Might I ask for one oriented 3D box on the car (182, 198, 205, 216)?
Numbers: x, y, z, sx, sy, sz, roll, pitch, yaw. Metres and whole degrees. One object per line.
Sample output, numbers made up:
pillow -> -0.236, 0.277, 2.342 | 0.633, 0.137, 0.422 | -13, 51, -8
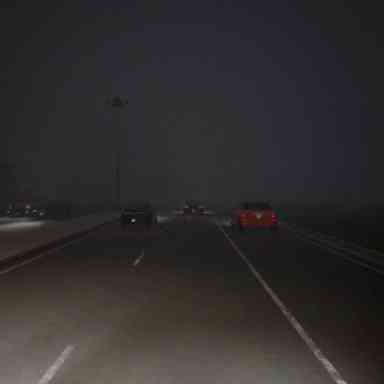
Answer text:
car -> 0.108, 1.455, 31.646 | 1.812, 1.442, 4.674 | 0, 0, 0

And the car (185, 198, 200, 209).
car -> 0.045, 1.502, 44.092 | 1.895, 1.301, 4.718 | 0, 0, 0

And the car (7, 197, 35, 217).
car -> -14.992, 1.278, 30.729 | 2.097, 1.767, 4.553 | 0, 0, 0

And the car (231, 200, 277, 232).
car -> 3.610, 1.307, 20.064 | 2.097, 1.767, 4.553 | 0, 0, 0

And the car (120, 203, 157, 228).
car -> -3.390, 1.442, 21.738 | 2.128, 1.511, 4.902 | 0, 0, 0

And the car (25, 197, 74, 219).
car -> -11.521, 1.427, 27.976 | 2.128, 1.511, 4.902 | 0, 0, 1
